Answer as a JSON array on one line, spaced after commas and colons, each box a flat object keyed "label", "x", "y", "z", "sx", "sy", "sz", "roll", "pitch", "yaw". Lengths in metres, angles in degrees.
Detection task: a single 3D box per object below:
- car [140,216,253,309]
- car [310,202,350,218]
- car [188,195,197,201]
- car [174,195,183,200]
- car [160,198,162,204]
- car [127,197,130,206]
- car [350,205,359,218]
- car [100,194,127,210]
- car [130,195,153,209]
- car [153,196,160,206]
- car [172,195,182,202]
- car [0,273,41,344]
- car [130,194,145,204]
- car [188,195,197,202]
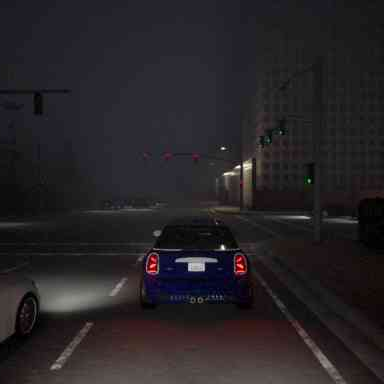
[{"label": "car", "x": 0.095, "y": 1.352, "z": 8.032, "sx": 2.097, "sy": 1.767, "sz": 4.553, "roll": 0, "pitch": 0, "yaw": 0}, {"label": "car", "x": 12.999, "y": 1.619, "z": 30.415, "sx": 4.181, "sy": 1.385, "sz": 1.994, "roll": 0, "pitch": 0, "yaw": 0}, {"label": "car", "x": 0.132, "y": 1.540, "z": 83.814, "sx": 2.033, "sy": 1.411, "sz": 5.357, "roll": 0, "pitch": 0, "yaw": 0}, {"label": "car", "x": -3.368, "y": 1.423, "z": 83.754, "sx": 1.895, "sy": 1.301, "sz": 4.718, "roll": 0, "pitch": 0, "yaw": 0}, {"label": "car", "x": -6.940, "y": 1.564, "z": 65.241, "sx": 1.994, "sy": 1.385, "sz": 4.181, "roll": 0, "pitch": 0, "yaw": 0}, {"label": "car", "x": -10.500, "y": 1.477, "z": 53.839, "sx": 1.882, "sy": 1.535, "sz": 5.008, "roll": 0, "pitch": 0, "yaw": 0}, {"label": "car", "x": 15.844, "y": 1.560, "z": 26.915, "sx": 4.892, "sy": 1.490, "sz": 1.837, "roll": 0, "pitch": 0, "yaw": 0}, {"label": "car", "x": -10.521, "y": 1.221, "z": 44.067, "sx": 2.150, "sy": 2.045, "sz": 5.566, "roll": 0, "pitch": 0, "yaw": 0}, {"label": "car", "x": -7.012, "y": 1.526, "z": 46.301, "sx": 1.812, "sy": 1.442, "sz": 4.674, "roll": 0, "pitch": 0, "yaw": 0}, {"label": "car", "x": -6.993, "y": 1.505, "z": 55.195, "sx": 1.837, "sy": 1.490, "sz": 4.892, "roll": 0, "pitch": 0, "yaw": 0}, {"label": "car", "x": -3.384, "y": 1.469, "z": 73.501, "sx": 1.882, "sy": 1.535, "sz": 5.008, "roll": 0, "pitch": 0, "yaw": 0}, {"label": "car", "x": -3.433, "y": 1.526, "z": 3.599, "sx": 1.812, "sy": 1.442, "sz": 4.674, "roll": 0, "pitch": 0, "yaw": 1}, {"label": "car", "x": -10.449, "y": 1.352, "z": 63.619, "sx": 2.097, "sy": 1.767, "sz": 4.553, "roll": 0, "pitch": 0, "yaw": 1}, {"label": "car", "x": 0.123, "y": 1.355, "z": 72.603, "sx": 2.097, "sy": 1.767, "sz": 4.553, "roll": 0, "pitch": 0, "yaw": 0}]
